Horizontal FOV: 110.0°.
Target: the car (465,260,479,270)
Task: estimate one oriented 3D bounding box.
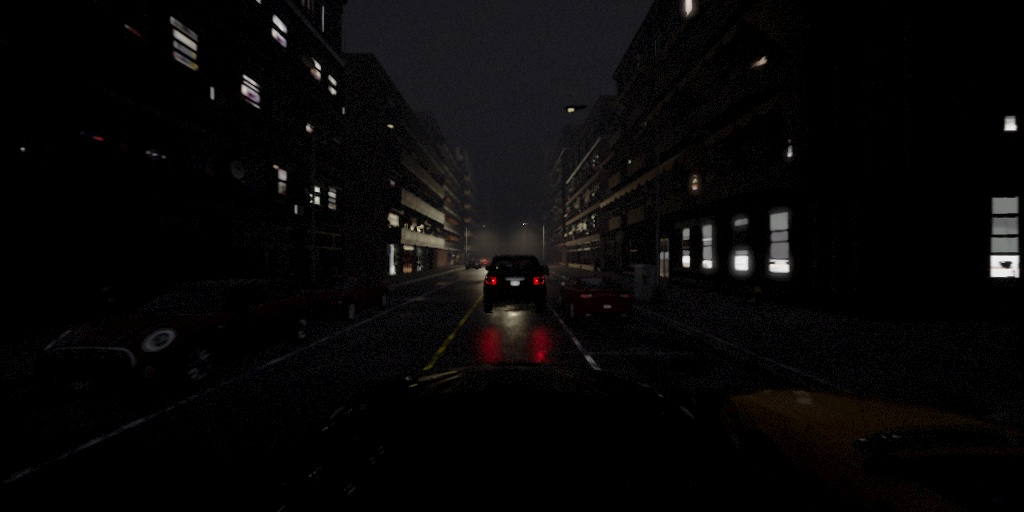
[{"bbox_3d":[-5.689,1.294,51.813,2.007,1.370,4.403,0,0,0],"label":"car"}]

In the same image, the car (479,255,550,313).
[{"bbox_3d":[0.101,0.970,14.228,2.150,2.045,5.566,0,0,0],"label":"car"}]

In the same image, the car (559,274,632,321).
[{"bbox_3d":[2.689,1.294,12.356,1.888,1.381,4.507,0,0,0],"label":"car"}]

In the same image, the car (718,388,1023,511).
[{"bbox_3d":[2.689,1.275,1.253,1.751,1.417,4.829,0,0,0],"label":"car"}]

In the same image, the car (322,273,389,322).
[{"bbox_3d":[-5.691,1.295,12.361,1.888,1.381,4.507,0,0,0],"label":"car"}]

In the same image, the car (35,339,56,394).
[{"bbox_3d":[-5.692,1.065,1.088,2.192,1.841,5.009,0,0,0],"label":"car"}]

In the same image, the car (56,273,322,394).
[{"bbox_3d":[-5.692,1.190,6.723,1.967,1.591,4.097,0,0,0],"label":"car"}]
